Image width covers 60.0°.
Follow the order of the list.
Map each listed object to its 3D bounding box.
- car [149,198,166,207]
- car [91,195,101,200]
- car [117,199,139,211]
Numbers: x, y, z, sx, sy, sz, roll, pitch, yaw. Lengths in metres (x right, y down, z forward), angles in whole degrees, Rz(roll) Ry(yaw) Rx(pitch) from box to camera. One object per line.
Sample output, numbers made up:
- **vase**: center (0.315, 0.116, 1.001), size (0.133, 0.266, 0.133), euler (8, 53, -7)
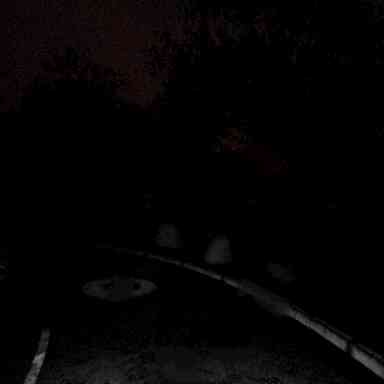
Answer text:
- **car**: center (-5.691, 1.649, 55.814), size (1.812, 1.442, 4.674), euler (2, 0, -28)
- **car**: center (-20.882, 0.910, 68.259), size (5.008, 1.535, 1.882), euler (3, 0, 36)
- **car**: center (-8.272, 1.660, 42.626), size (2.128, 1.511, 4.902), euler (0, 0, 24)
